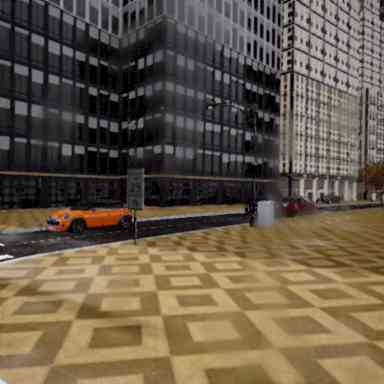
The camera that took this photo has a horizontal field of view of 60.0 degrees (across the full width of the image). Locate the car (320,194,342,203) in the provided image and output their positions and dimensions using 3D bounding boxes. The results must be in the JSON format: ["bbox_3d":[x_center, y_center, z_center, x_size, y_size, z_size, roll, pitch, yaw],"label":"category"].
[{"bbox_3d":[18.282,0.969,44.275,5.008,1.535,1.882,0,1,-44],"label":"car"}]

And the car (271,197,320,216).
[{"bbox_3d":[9.756,1.254,31.152,2.097,1.767,4.553,1,1,43],"label":"car"}]

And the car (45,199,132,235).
[{"bbox_3d":[-5.581,1.222,18.312,2.097,1.767,4.553,1,1,39],"label":"car"}]

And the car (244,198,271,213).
[{"bbox_3d":[7.078,1.352,32.973,1.837,1.490,4.892,1,1,43],"label":"car"}]
